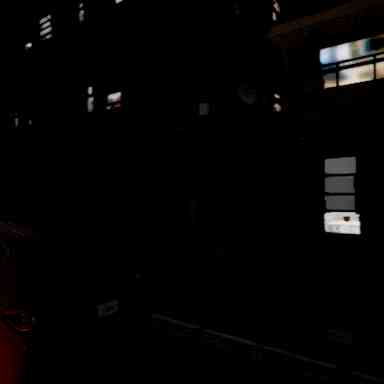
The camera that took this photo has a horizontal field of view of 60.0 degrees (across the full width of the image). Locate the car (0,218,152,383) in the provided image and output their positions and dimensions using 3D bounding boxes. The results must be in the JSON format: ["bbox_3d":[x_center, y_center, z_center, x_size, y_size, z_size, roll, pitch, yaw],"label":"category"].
[{"bbox_3d":[-2.832,1.316,4.910,5.009,1.841,2.192,0,-1,36],"label":"car"}]
